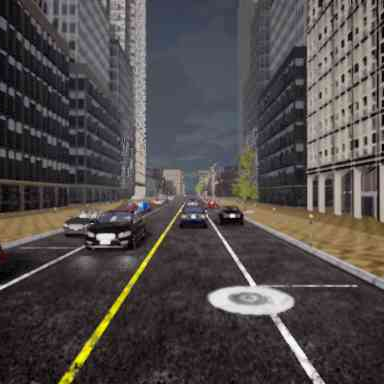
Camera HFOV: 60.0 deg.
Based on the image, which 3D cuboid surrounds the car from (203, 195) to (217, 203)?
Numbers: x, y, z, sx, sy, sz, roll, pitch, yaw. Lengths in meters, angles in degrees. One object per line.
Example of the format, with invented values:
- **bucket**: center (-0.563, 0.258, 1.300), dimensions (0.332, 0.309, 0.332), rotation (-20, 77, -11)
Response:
- **car**: center (2.676, 1.541, 46.930), dimensions (1.967, 1.590, 4.097), rotation (0, 0, 0)

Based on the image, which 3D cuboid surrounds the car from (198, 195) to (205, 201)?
- **car**: center (2.658, 1.617, 92.465), dimensions (1.967, 1.590, 4.097), rotation (0, 0, 0)

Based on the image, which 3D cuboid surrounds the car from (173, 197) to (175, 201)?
- **car**: center (-5.723, 1.701, 92.307), dimensions (1.752, 1.417, 4.829), rotation (0, 0, 0)

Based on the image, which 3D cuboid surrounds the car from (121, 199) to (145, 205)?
- **car**: center (-5.698, 1.612, 29.864), dimensions (1.887, 1.381, 4.507), rotation (0, 0, 0)

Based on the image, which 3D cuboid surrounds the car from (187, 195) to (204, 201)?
- **car**: center (0.087, 1.521, 41.560), dimensions (2.033, 1.649, 4.856), rotation (0, 0, 0)

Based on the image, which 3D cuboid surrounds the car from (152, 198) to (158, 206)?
- **car**: center (-5.703, 1.672, 41.249), dimensions (1.802, 1.307, 4.206), rotation (0, 0, 0)

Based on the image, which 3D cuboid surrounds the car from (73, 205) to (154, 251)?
- **car**: center (-3.096, 1.525, 14.353), dimensions (2.128, 1.511, 4.902), rotation (0, 0, 0)

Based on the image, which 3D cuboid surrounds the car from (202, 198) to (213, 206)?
- **car**: center (2.671, 1.703, 58.314), dimensions (1.802, 1.307, 4.206), rotation (0, 0, 0)

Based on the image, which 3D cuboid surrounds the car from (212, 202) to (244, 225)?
- **car**: center (2.684, 1.621, 24.163), dimensions (1.947, 1.339, 4.313), rotation (0, 0, 0)

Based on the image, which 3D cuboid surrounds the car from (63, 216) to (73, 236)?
- **car**: center (-5.694, 1.593, 18.480), dimensions (2.008, 1.369, 4.403), rotation (0, 0, 0)

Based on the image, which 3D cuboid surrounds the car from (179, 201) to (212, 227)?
- **car**: center (0.091, 1.601, 23.200), dimensions (2.033, 1.411, 5.357), rotation (0, 0, 0)

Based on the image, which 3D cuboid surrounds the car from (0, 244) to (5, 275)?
- **car**: center (-5.689, 1.599, 7.094), dimensions (1.802, 1.307, 4.206), rotation (0, 0, 0)

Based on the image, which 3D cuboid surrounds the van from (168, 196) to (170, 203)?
- **van**: center (-5.711, 1.471, 64.018), dimensions (1.690, 1.788, 3.998), rotation (0, 0, 0)

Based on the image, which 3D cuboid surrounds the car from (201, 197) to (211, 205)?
- **car**: center (2.669, 1.656, 64.176), dimensions (1.752, 1.417, 4.829), rotation (0, 0, 0)

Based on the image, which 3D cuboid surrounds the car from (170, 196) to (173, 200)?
- **car**: center (-5.714, 1.706, 69.710), dimensions (1.947, 1.339, 4.313), rotation (0, 0, 0)

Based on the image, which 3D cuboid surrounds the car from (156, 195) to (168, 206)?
- **car**: center (-5.709, 1.561, 58.325), dimensions (1.967, 1.590, 4.097), rotation (0, 0, 0)

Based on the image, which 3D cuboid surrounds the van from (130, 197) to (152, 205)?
- **van**: center (-5.700, 1.420, 35.557), dimensions (1.690, 1.788, 3.998), rotation (0, 0, 0)
